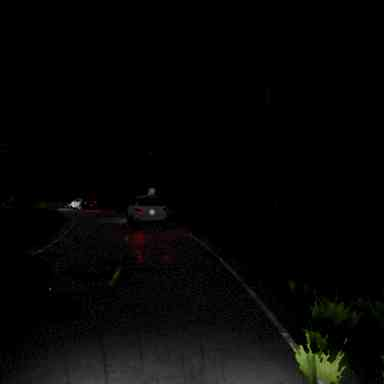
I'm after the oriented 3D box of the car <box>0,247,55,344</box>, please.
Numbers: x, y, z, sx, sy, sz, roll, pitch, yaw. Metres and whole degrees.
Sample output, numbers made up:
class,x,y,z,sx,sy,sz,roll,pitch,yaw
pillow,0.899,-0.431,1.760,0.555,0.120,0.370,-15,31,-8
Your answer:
class,x,y,z,sx,sy,sz,roll,pitch,yaw
car,-3.627,1.565,4.946,1.994,1.385,4.181,0,0,-4

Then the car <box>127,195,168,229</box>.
class,x,y,z,sx,sy,sz,roll,pitch,yaw
car,-3.015,1.195,21.948,2.150,2.045,5.566,0,1,-15

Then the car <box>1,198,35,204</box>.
class,x,y,z,sx,sy,sz,roll,pitch,yaw
car,-22.677,1.513,43.319,4.902,1.511,2.128,0,0,21

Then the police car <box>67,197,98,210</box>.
class,x,y,z,sx,sy,sz,roll,pitch,yaw
police car,-13.915,1.465,41.756,4.974,1.542,2.038,-1,0,43
